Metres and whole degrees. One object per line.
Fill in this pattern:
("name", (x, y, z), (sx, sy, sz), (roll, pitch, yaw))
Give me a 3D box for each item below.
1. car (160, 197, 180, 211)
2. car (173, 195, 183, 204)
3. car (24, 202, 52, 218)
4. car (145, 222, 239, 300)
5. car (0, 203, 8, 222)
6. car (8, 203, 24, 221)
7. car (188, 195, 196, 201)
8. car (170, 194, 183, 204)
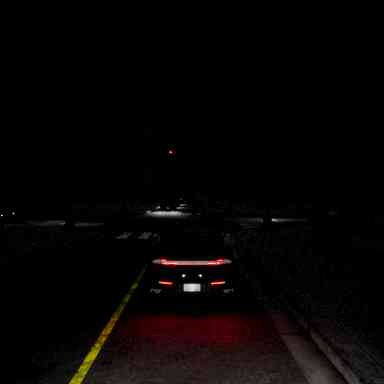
("car", (-2.839, 1.577, 41.167), (1.895, 1.301, 4.718), (0, 0, 0))
("car", (-2.836, 1.509, 51.328), (2.033, 1.411, 5.357), (0, 0, 0))
("car", (-14.759, 1.581, 29.540), (4.313, 1.339, 1.947), (0, 0, 0))
("car", (0.002, 1.492, 8.362), (2.128, 1.511, 4.902), (0, 0, 0))
("car", (-14.766, 1.540, 21.514), (4.313, 1.339, 1.947), (0, 0, 0))
("car", (-15.680, 1.210, 24.055), (5.566, 2.045, 2.150), (0, 0, 0))
("car", (0.014, 1.452, 80.968), (1.812, 1.442, 4.674), (0, 0, 0))
("car", (-2.805, 1.301, 61.446), (2.097, 1.767, 4.553), (0, 0, 0))
